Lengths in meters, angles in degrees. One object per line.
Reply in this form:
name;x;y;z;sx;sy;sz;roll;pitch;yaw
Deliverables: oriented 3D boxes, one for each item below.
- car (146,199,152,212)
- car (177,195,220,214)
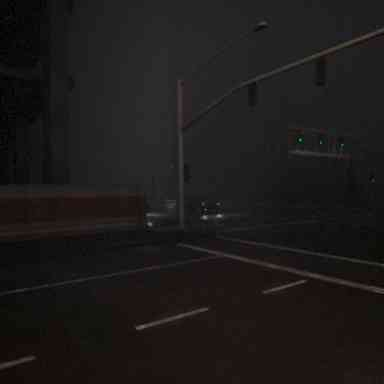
car;-6.198;0.991;34.202;2.150;2.045;5.566;-1;1;-36
car;0.571;1.066;30.836;2.097;1.767;4.553;-1;0;-36
